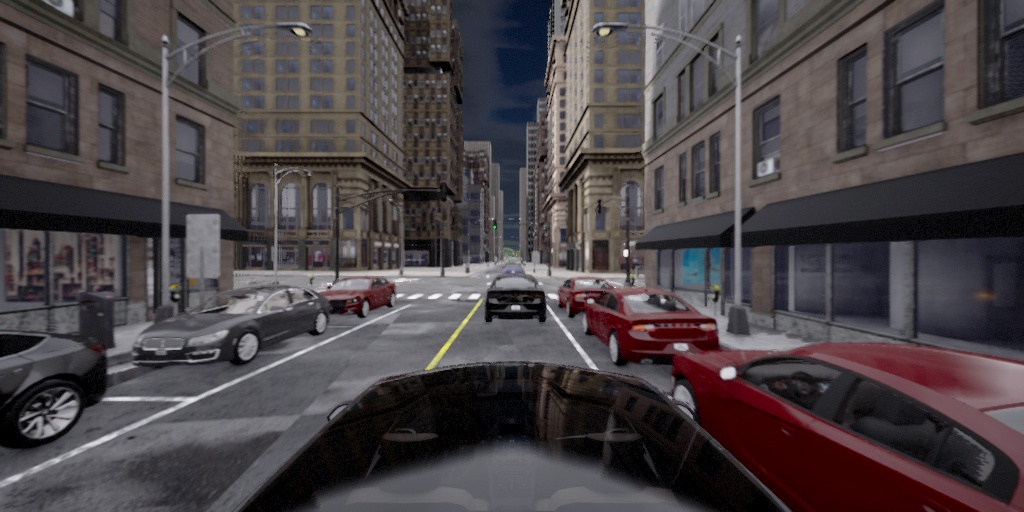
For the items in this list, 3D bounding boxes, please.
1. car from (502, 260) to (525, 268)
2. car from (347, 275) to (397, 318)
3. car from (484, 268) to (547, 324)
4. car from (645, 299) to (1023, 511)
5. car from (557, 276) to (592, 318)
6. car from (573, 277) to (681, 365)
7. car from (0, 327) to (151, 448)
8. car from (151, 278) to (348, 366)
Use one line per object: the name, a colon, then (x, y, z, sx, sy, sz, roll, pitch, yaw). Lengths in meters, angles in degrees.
car: (0.108, 1.423, 33.487, 2.097, 1.767, 4.553, 1, 0, 0)
car: (-5.762, 1.430, 13.577, 1.888, 1.381, 4.507, 0, 0, 0)
car: (0.103, 1.352, 12.623, 1.882, 1.535, 5.008, 0, -1, 0)
car: (2.763, 1.305, 2.565, 1.888, 1.381, 4.507, 0, 0, 0)
car: (2.763, 1.430, 13.576, 1.888, 1.381, 4.507, 0, 0, 0)
car: (2.763, 1.367, 8.071, 1.888, 1.381, 4.507, 0, 0, 0)
car: (-5.763, 1.326, 2.567, 1.948, 1.339, 4.313, 0, 0, 0)
car: (-5.763, 1.373, 8.071, 2.007, 1.370, 4.403, 0, 0, 0)
